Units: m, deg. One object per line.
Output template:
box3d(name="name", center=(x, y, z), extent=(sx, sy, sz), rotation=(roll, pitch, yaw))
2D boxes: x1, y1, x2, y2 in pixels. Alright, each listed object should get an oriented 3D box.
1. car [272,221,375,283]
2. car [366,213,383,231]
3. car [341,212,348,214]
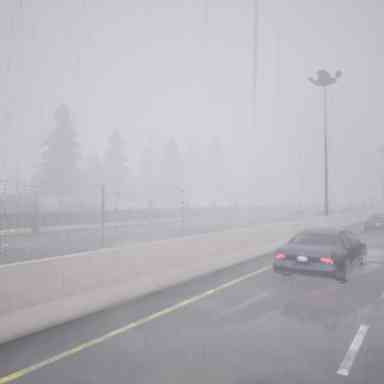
box3d(name="car", center=(4.362, 1.865, 10.826), extent=(2.033, 1.411, 5.357), rotation=(-1, -2, 35))
box3d(name="car", center=(14.299, 2.270, 25.034), extent=(1.994, 1.385, 4.181), rotation=(-1, -2, 35))
box3d(name="car", center=(25.193, 3.055, 53.048), extent=(2.033, 1.411, 5.357), rotation=(-1, -2, 36))
